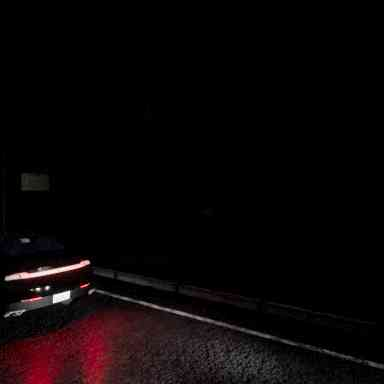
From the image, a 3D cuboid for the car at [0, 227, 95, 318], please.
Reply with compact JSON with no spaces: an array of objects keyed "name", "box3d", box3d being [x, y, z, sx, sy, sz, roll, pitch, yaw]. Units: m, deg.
[{"name":"car","box3d":[-4.056,1.492,6.864,4.902,1.511,2.128,0,0,37]}]
